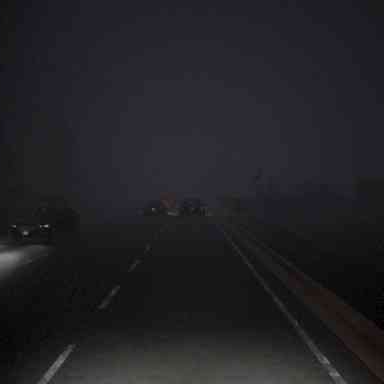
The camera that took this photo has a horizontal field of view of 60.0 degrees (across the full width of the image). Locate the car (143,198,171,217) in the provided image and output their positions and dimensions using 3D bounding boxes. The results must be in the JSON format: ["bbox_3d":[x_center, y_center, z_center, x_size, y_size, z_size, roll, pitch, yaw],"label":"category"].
[{"bbox_3d":[-3.396,1.512,31.232,1.994,1.385,4.181,0,0,0],"label":"car"}]

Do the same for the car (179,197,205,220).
[{"bbox_3d":[0.032,1.305,27.798,2.097,1.767,4.553,0,0,1],"label":"car"}]

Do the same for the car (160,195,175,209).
[{"bbox_3d":[-3.424,1.277,44.440,2.097,1.767,4.553,0,0,0],"label":"car"}]

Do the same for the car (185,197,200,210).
[{"bbox_3d":[0.073,1.431,43.216,1.837,1.490,4.892,0,0,0],"label":"car"}]

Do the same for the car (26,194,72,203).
[{"bbox_3d":[-10.550,1.180,24.424,2.150,2.045,5.566,0,0,0],"label":"car"}]

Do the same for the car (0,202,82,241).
[{"bbox_3d":[-7.016,1.465,16.477,2.128,1.511,4.902,0,0,0],"label":"car"}]
